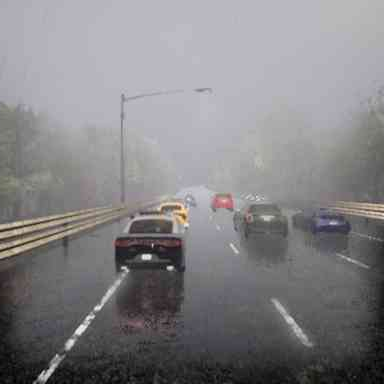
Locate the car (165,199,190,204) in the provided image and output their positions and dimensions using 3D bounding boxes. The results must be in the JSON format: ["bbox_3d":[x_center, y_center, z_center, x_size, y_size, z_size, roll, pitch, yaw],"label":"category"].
[{"bbox_3d":[-1.207,1.417,20.679,1.882,1.535,5.008,0,0,0],"label":"car"}]

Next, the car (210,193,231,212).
[{"bbox_3d":[3.327,1.111,37.382,2.150,2.045,5.566,0,0,0],"label":"car"}]

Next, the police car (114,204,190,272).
[{"bbox_3d":[-1.137,1.393,10.785,1.930,1.638,5.238,0,0,0],"label":"police car"}]

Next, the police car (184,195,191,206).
[{"bbox_3d":[-1.250,1.346,26.790,1.930,1.638,5.238,0,0,0],"label":"police car"}]

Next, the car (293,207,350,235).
[{"bbox_3d":[6.960,1.509,18.395,1.994,1.385,4.181,0,0,0],"label":"car"}]

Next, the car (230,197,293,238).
[{"bbox_3d":[3.466,1.300,17.522,2.097,1.767,4.553,0,0,0],"label":"car"}]

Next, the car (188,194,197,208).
[{"bbox_3d":[-0.325,1.413,45.717,2.033,1.411,5.357,0,0,0],"label":"car"}]

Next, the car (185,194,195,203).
[{"bbox_3d":[-0.465,1.238,64.609,1.837,1.490,4.892,0,1,0],"label":"car"}]
